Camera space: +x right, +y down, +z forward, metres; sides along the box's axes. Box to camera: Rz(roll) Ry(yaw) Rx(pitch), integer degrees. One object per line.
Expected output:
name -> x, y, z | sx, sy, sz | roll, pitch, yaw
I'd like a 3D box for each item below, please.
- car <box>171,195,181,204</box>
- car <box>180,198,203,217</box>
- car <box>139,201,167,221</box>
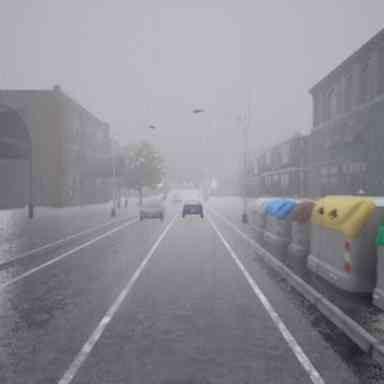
car -> -3.066, 1.506, 68.297 | 2.097, 1.767, 4.553 | 0, 0, 0
car -> 0.071, 1.519, 32.169 | 1.882, 1.535, 5.008 | 0, 0, 0
car -> -3.121, 1.520, 27.128 | 1.837, 1.490, 4.892 | 0, 0, 0
